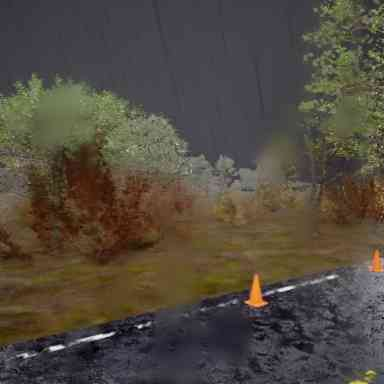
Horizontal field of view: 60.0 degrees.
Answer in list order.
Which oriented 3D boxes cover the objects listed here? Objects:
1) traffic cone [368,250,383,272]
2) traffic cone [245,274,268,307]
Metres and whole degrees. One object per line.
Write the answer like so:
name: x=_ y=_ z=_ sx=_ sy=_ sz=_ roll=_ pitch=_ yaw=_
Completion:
traffic cone: x=5.380 y=1.982 z=9.673 sx=0.340 sy=0.580 sz=0.340 roll=0 pitch=0 yaw=-36
traffic cone: x=1.310 y=1.969 z=6.768 sx=0.340 sy=0.580 sz=0.340 roll=0 pitch=0 yaw=-36
